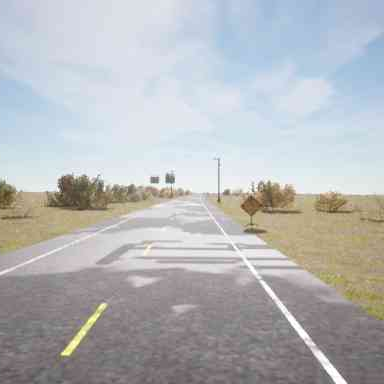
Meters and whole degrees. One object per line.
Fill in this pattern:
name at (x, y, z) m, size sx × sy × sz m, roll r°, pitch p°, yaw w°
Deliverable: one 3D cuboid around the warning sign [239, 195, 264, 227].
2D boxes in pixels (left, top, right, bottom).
warning sign at (3.572, 1.123, 20.032) m, size 1.300 × 1.860 × 1.060 m, roll -1°, pitch -1°, yaw 0°
